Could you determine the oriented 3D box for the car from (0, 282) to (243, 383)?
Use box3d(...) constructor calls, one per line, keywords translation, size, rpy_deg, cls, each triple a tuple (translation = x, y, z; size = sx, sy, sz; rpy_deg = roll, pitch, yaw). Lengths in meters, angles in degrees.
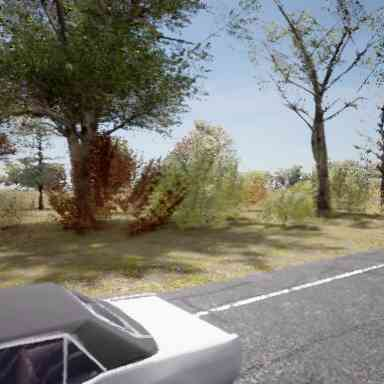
box3d(translation=(-1.912, 1.601, 2.627), size=(4.718, 1.301, 1.895), rpy_deg=(0, 0, -35), cls="car")
